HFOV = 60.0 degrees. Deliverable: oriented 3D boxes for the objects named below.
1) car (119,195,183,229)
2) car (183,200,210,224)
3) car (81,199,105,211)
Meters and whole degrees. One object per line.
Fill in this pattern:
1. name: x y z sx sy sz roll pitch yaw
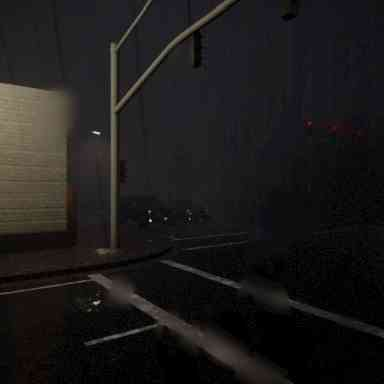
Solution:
1. car: -3.215 1.275 22.635 2.150 2.045 5.566 0 0 -36
2. car: -0.665 1.410 25.092 2.097 1.767 4.553 0 0 -35
3. car: -12.407 1.620 41.618 1.994 1.385 4.181 0 0 -35
